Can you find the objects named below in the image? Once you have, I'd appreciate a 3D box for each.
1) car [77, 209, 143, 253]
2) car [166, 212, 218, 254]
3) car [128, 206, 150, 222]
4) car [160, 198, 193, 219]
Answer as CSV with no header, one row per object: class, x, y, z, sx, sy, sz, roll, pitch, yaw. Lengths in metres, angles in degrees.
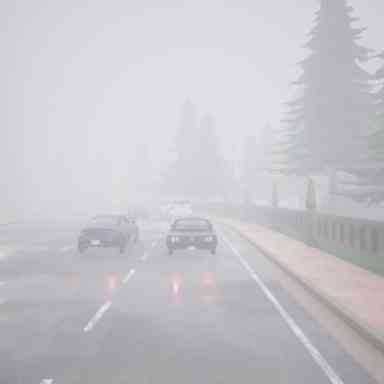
car,-3.502,1.668,14.380,1.812,1.442,4.674,0,0,0
car,-0.003,1.740,14.100,1.895,1.301,4.718,0,-1,0
car,-4.909,1.890,29.424,1.895,1.301,4.718,0,-1,-15
car,-1.502,1.514,30.243,2.150,2.045,5.566,0,0,-15
